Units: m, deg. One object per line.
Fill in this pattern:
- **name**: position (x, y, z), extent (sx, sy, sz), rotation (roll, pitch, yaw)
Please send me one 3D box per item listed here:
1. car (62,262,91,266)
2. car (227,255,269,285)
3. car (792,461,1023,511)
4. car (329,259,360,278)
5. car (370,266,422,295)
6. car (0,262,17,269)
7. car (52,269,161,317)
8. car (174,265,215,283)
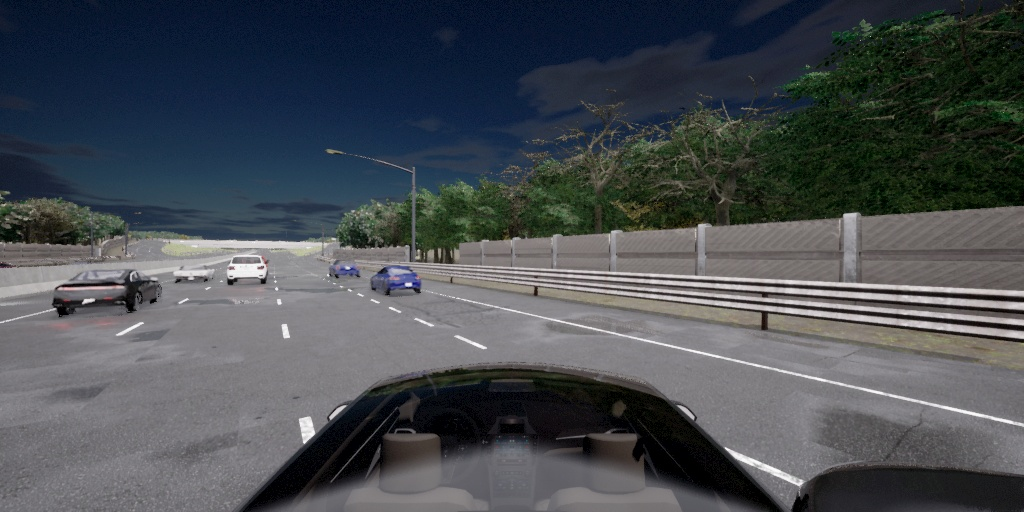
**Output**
- **car**: position (-42.146, 1.277, 34.904), extent (1.994, 1.385, 4.181), rotation (0, 0, -34)
- **car**: position (-19.283, 0.957, 26.244), extent (2.150, 2.045, 5.566), rotation (0, 0, -34)
- **car**: position (2.985, 1.315, 0.502), extent (4.181, 1.385, 1.994), rotation (0, 0, 34)
- **car**: position (-15.727, 1.085, 33.506), extent (2.097, 1.767, 4.553), rotation (0, 0, -34)
- **car**: position (-6.409, 1.272, 19.666), extent (1.812, 1.442, 4.674), rotation (0, 0, -34)
- **car**: position (-42.524, 1.243, 29.161), extent (1.812, 1.442, 4.674), rotation (0, 0, -34)
- **car**: position (-14.892, 1.237, 13.455), extent (2.128, 1.511, 4.902), rotation (0, 0, -34)
- **car**: position (-24.740, 1.331, 28.095), extent (1.895, 1.301, 4.718), rotation (0, 0, -34)
